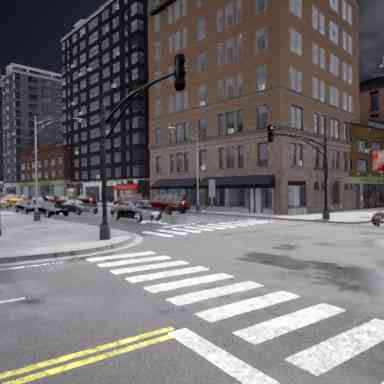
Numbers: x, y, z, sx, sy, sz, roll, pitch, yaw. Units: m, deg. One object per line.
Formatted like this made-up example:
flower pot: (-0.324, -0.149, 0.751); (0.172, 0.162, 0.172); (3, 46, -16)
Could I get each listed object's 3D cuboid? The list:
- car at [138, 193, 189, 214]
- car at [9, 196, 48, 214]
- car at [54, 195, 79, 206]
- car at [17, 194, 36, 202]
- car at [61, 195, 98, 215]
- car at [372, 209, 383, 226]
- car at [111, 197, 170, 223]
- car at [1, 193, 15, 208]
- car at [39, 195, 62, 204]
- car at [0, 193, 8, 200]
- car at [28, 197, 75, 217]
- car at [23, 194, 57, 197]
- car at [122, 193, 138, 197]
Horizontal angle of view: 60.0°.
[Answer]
car: (-2.458, 1.082, 31.182); (2.192, 1.841, 5.009); (0, 1, -44)
car: (-16.244, 1.373, 33.137); (1.947, 1.339, 4.313); (0, 1, -44)
car: (-17.813, 1.178, 46.983); (1.802, 1.307, 4.206); (0, 1, -44)
car: (-29.328, 1.042, 58.832); (1.802, 1.307, 4.206); (0, 1, -44)
car: (-10.607, 1.334, 31.280); (1.812, 1.442, 4.674); (-1, 1, -44)
car: (13.363, 1.484, 21.249); (4.674, 1.442, 1.812); (2, -1, -36)
car: (-4.188, 1.369, 24.677); (2.128, 1.511, 4.902); (-1, 1, -44)
car: (-23.800, 1.247, 40.912); (1.752, 1.417, 4.829); (0, 1, -44)
car: (-21.651, 1.133, 50.933); (1.802, 1.307, 4.206); (0, 1, -44)
car: (-40.843, 0.884, 70.680); (1.947, 1.339, 4.313); (0, 1, -44)
car: (-12.406, 1.416, 29.188); (1.947, 1.339, 4.313); (0, 1, -44)
car: (-17.536, 1.256, 38.424); (1.812, 1.442, 4.674); (-1, 1, -44)
car: (-6.296, 1.041, 35.132); (2.192, 1.841, 5.009); (0, 1, -44)
